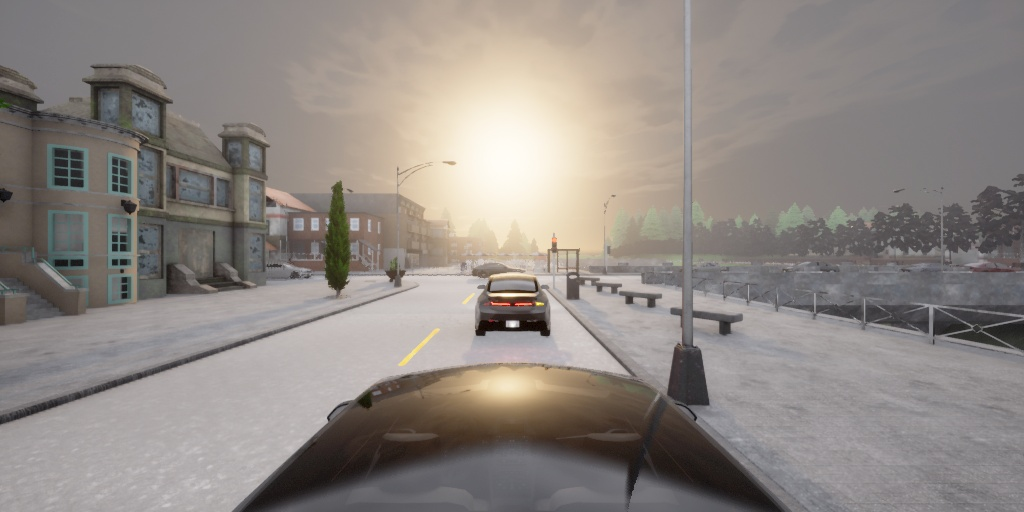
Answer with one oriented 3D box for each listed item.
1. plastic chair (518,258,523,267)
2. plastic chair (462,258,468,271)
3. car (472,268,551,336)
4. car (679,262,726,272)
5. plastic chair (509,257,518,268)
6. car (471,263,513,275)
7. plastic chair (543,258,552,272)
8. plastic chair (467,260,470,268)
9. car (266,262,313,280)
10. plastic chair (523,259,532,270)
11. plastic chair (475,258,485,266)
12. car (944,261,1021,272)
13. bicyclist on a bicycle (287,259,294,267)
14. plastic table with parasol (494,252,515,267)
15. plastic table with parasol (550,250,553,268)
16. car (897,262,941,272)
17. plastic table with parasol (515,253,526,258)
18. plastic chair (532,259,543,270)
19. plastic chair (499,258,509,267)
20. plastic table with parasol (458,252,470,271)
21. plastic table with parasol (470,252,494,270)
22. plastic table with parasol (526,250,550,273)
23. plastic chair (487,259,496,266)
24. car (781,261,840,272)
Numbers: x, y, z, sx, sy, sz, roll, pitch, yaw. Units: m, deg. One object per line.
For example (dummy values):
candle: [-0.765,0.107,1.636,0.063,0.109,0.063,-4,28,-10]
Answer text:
plastic chair: [1.047,1.279,64.176,0.750,1.272,0.730,0,0,-1]
plastic chair: [-7.053,1.279,56.176,0.750,1.272,0.730,0,0,-1]
car: [0.035,1.255,10.345,1.837,1.490,4.892,0,0,1]
car: [18.647,1.314,34.947,4.181,1.385,1.994,0,0,0]
plastic chair: [0.144,1.279,57.644,0.730,1.272,0.750,0,0,0]
car: [-1.162,1.275,30.752,4.674,1.442,1.812,0,0,0]
plastic chair: [4.843,1.279,49.844,0.730,1.272,0.750,0,0,0]
plastic chair: [-5.557,1.279,50.844,0.730,1.272,0.750,0,0,0]
car: [-19.646,1.276,30.763,4.674,1.442,1.812,0,0,0]
plastic chair: [2.243,1.279,50.044,0.730,1.272,0.750,0,0,0]
plastic chair: [-4.357,1.279,49.544,0.750,1.272,0.730,0,0,0]
car: [40.800,1.228,30.749,5.008,1.535,1.882,0,0,0]
bicyclist on a bicycle: [-24.188,1.099,39.139,0.582,1.620,1.656,0,0,0]
plastic table with parasol: [-1.206,0.675,57.744,2.482,2.480,2.482,0,0,0]
plastic table with parasol: [4.994,0.675,58.644,2.482,2.480,2.482,0,0,0]
car: [40.275,1.313,34.922,4.181,1.385,1.994,0,0,0]
plastic table with parasol: [1.164,0.675,65.354,2.482,2.480,2.482,0,0,0]
plastic chair: [3.443,1.279,48.744,0.750,1.272,0.730,0,0,0]
plastic chair: [-1.256,1.279,56.544,0.750,1.272,0.730,0,0,0]
plastic table with parasol: [-7.126,0.675,57.355,2.482,2.480,2.482,0,0,0]
plastic table with parasol: [-4.237,0.675,50.764,2.482,2.480,2.482,0,0,0]
plastic table with parasol: [3.583,0.675,50.014,2.482,2.480,2.482,0,0,0]
plastic chair: [-2.957,1.279,50.644,0.730,1.272,0.750,0,0,0]
car: [28.996,1.255,34.946,4.892,1.490,1.837,0,0,0]
